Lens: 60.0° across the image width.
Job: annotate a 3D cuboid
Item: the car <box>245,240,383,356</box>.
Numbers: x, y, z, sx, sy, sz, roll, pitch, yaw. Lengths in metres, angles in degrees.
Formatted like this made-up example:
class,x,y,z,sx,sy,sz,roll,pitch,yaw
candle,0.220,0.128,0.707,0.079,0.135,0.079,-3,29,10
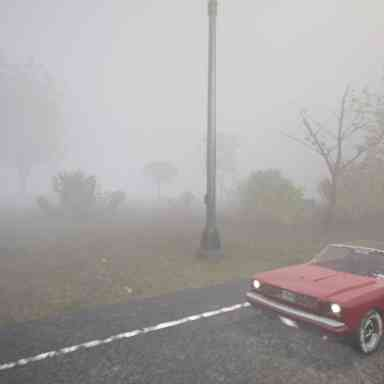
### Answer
class,x,y,z,sx,sy,sz,roll,pitch,yaw
car,3.256,1.664,6.265,4.718,1.301,1.895,1,0,-35
